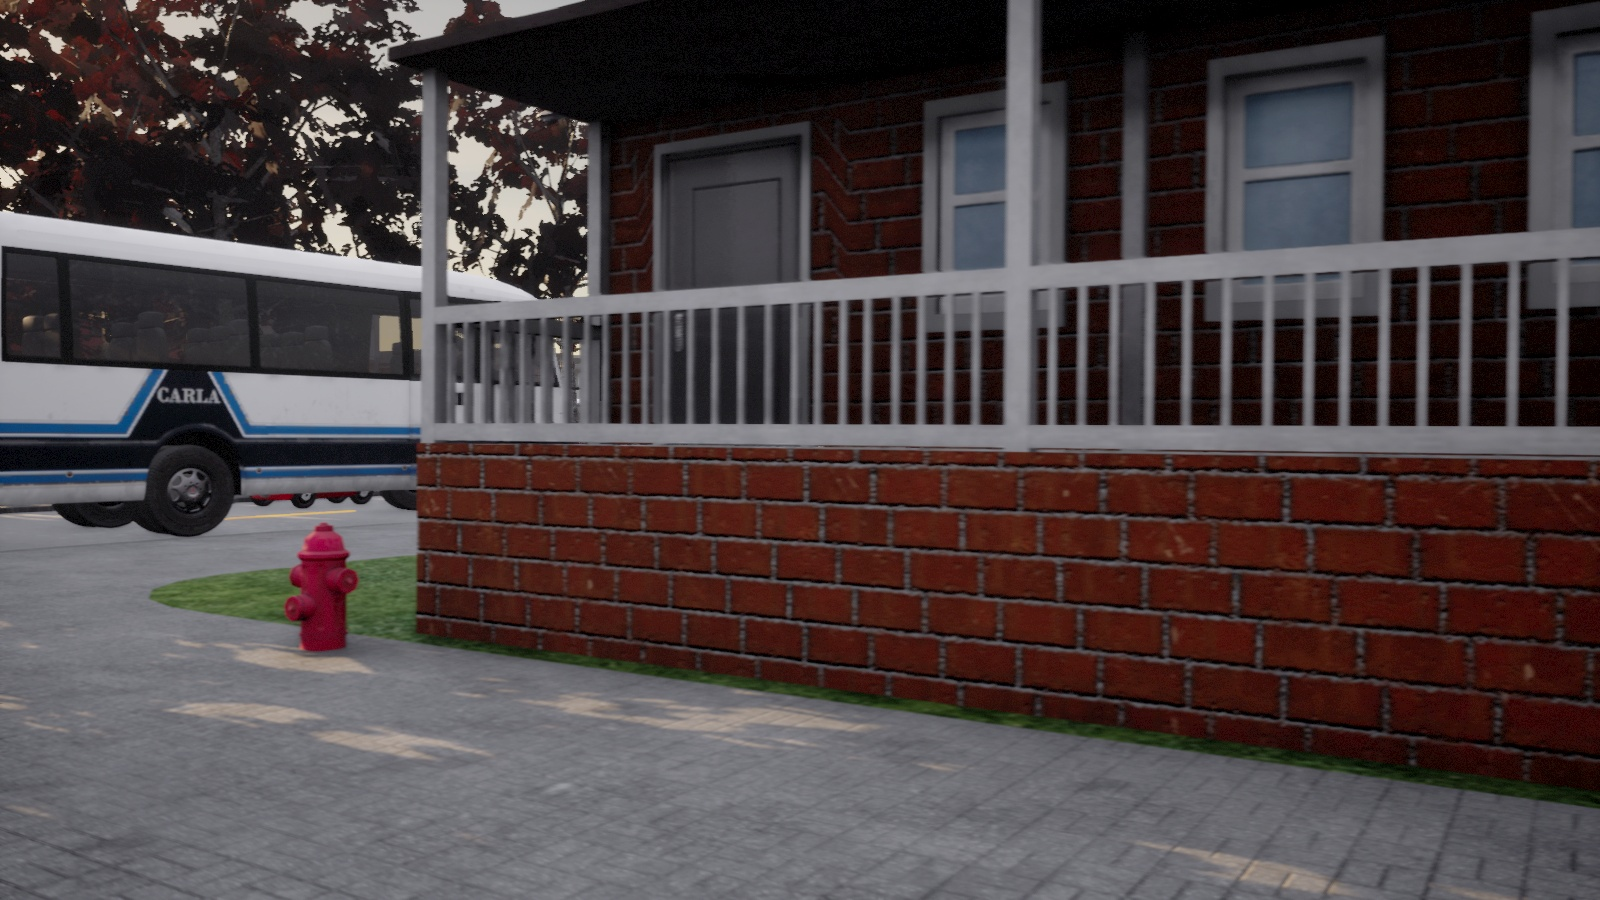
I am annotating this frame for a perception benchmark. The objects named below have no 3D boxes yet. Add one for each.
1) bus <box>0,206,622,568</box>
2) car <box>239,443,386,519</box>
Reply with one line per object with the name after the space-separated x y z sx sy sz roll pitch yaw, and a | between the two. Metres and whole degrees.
-7.919 -0.821 20.078 3.944 4.253 10.273 0 1 36 | bus
-9.469 0.570 24.491 1.481 1.376 2.207 0 1 31 | car
